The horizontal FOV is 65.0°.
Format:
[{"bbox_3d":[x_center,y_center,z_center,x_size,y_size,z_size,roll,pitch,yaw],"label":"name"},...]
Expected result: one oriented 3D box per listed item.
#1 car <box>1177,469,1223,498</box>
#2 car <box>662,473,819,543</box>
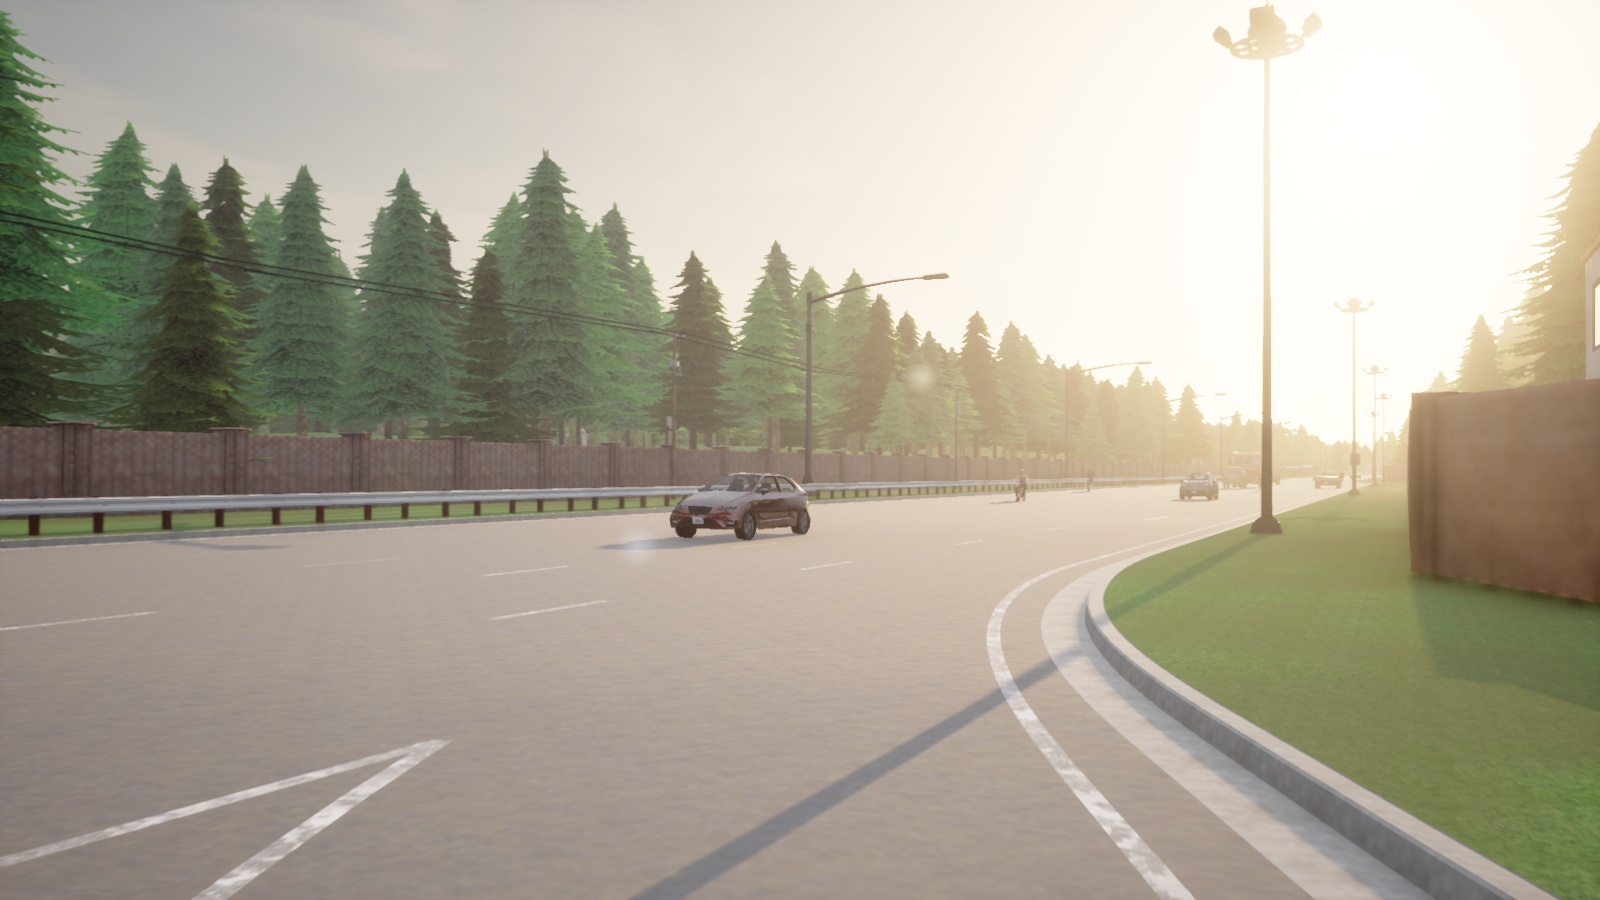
[{"bbox_3d":[21.828,1.806,68.428,1.845,1.501,3.633,-1,-1,26],"label":"car"},{"bbox_3d":[-1.274,1.264,28.810,1.816,1.474,4.193,-1,-1,26],"label":"car"}]
